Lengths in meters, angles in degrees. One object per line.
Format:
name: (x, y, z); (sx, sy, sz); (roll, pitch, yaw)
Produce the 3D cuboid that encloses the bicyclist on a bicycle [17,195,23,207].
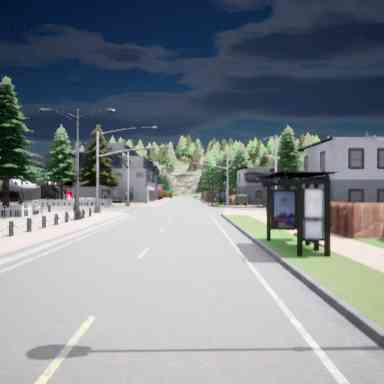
bicyclist on a bicycle: (-23.559, 1.288, 45.484); (0.582, 1.620, 1.656); (0, 0, -2)
